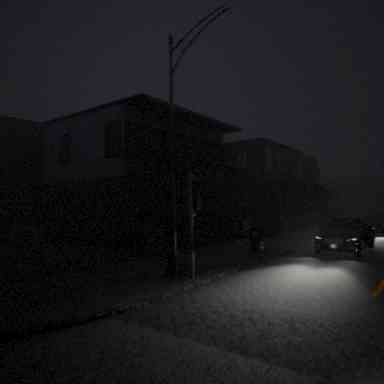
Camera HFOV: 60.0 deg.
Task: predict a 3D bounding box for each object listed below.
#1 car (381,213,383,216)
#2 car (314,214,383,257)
[{"bbox_3d":[12.562,2.167,22.559,1.994,1.385,4.181,-3,-3,37],"label":"car"},{"bbox_3d":[7.047,1.924,15.160,2.128,1.511,4.902,-2,-3,37],"label":"car"}]
